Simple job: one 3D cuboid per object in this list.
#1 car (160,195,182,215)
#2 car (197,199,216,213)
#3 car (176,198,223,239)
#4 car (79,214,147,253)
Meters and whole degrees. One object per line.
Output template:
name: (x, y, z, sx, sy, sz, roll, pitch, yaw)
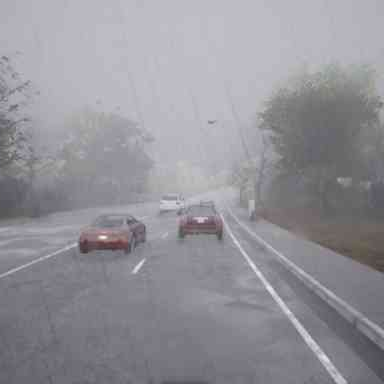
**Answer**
car: (-2.029, 1.299, 35.457, 2.150, 2.045, 5.566, 0, 0, 4)
car: (1.764, 1.579, 39.004, 2.128, 1.511, 4.902, 0, 0, 5)
car: (0.493, 1.392, 17.747, 2.097, 1.767, 4.553, 0, 0, 2)
car: (-3.125, 1.593, 13.832, 1.994, 1.385, 4.181, 0, 0, 1)
